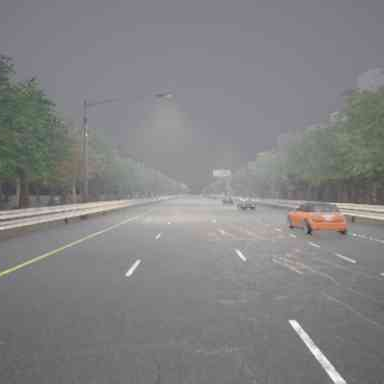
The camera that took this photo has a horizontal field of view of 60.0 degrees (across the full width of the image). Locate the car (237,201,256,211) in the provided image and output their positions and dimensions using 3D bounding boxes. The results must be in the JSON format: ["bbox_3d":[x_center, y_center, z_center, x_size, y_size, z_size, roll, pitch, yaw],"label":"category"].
[{"bbox_3d":[7.100,1.777,44.016,1.895,1.301,4.718,0,0,0],"label":"car"}]

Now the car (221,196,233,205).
[{"bbox_3d":[7.255,1.672,69.271,2.097,1.767,4.553,0,0,0],"label":"car"}]

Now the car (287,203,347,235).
[{"bbox_3d":[7.017,1.406,19.209,2.097,1.767,4.553,0,0,0],"label":"car"}]
